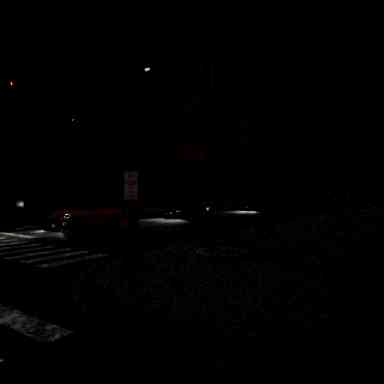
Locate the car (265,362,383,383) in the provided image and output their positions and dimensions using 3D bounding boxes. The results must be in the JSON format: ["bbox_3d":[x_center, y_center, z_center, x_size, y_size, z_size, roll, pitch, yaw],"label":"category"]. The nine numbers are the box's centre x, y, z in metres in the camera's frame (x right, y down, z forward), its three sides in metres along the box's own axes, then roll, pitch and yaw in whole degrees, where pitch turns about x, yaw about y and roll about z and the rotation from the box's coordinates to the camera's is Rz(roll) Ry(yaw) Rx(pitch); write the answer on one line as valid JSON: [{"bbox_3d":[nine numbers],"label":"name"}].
[{"bbox_3d":[2.194,1.551,1.277,4.403,1.369,2.008,0,0,36],"label":"car"}]

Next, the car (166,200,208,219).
[{"bbox_3d":[-0.365,1.542,29.952,1.837,1.490,4.892,0,0,35],"label":"car"}]

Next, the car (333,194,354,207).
[{"bbox_3d":[24.099,1.347,52.878,2.150,2.045,5.566,0,0,35],"label":"car"}]

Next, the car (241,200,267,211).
[{"bbox_3d":[7.761,1.630,41.382,1.994,1.385,4.181,0,0,36],"label":"car"}]

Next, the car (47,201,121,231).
[{"bbox_3d":[-6.704,1.370,21.012,2.097,1.767,4.553,0,0,35],"label":"car"}]
